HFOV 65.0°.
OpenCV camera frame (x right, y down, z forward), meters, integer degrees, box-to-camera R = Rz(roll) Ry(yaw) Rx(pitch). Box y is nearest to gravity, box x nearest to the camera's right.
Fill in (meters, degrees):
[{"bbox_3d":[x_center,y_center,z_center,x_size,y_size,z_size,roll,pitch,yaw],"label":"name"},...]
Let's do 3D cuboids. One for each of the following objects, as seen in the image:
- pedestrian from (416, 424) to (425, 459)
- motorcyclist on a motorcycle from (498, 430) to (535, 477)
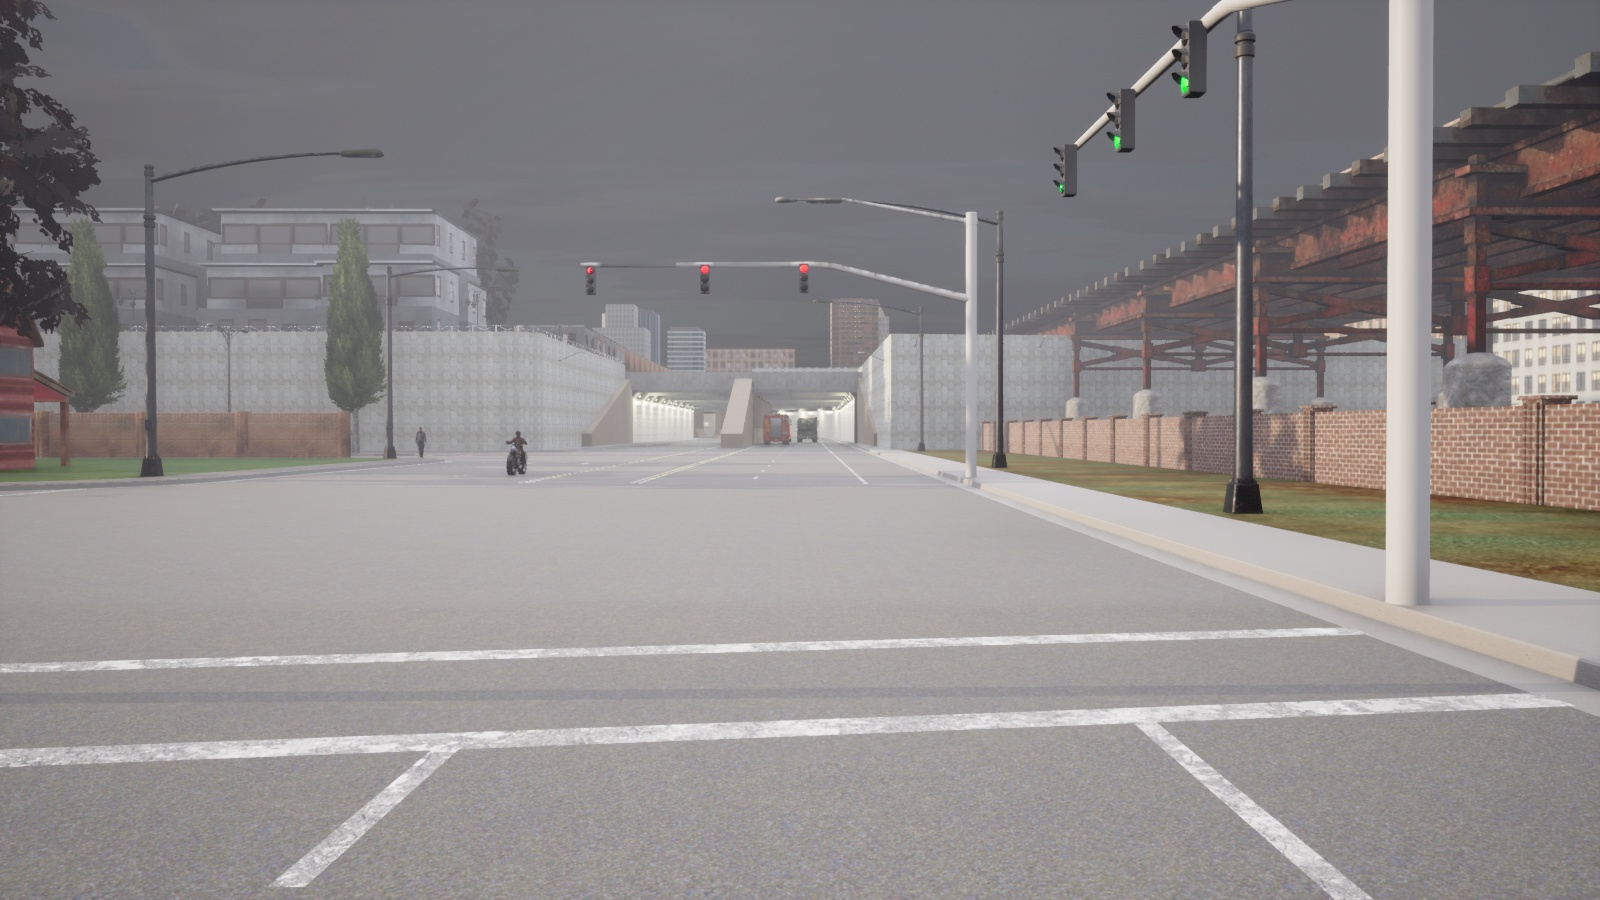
[{"bbox_3d":[-21.317,-0.488,70.611,0.423,1.949,0.788,0,1,-13],"label":"pedestrian"},{"bbox_3d":[-10.224,0.095,45.333,0.766,1.649,2.350,0,1,0],"label":"motorcyclist on a motorcycle"}]
